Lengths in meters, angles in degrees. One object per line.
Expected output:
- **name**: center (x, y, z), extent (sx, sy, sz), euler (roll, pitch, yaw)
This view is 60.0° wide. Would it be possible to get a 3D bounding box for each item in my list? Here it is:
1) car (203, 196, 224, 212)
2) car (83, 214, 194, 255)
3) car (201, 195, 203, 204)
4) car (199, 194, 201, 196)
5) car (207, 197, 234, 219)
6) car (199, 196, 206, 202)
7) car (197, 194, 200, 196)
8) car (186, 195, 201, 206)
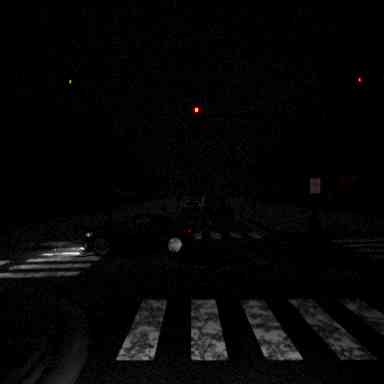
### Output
- **car**: center (2.620, 1.364, 35.246), extent (2.192, 1.841, 5.009), euler (-1, 0, 0)
- **car**: center (-2.014, 1.590, 12.988), extent (4.181, 1.385, 1.994), euler (0, 0, 0)
- **car**: center (2.619, 1.379, 40.648), extent (2.192, 1.841, 5.009), euler (-1, 0, 0)
- **car**: center (2.973, 1.514, 68.014), extent (2.097, 1.767, 4.553), euler (0, 0, 0)
- **car**: center (2.623, 1.477, 29.843), extent (1.967, 1.590, 4.097), euler (-1, 0, 0)
- **car**: center (2.611, 1.811, 83.866), extent (1.802, 1.307, 4.206), euler (-1, 0, 0)
- **car**: center (-0.014, 1.695, 65.319), extent (2.033, 1.411, 5.357), euler (0, 0, 0)
- **car**: center (0.049, 1.677, 56.077), extent (1.994, 1.385, 4.181), euler (0, 0, 0)
